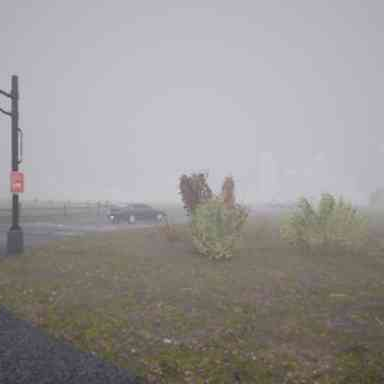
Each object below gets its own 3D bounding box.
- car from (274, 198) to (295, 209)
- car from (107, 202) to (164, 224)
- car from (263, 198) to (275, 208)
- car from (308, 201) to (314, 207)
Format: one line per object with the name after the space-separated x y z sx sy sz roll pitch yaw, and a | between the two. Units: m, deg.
15.275 1.944 51.891 2.033 1.411 5.357 -1 -1 36 | car
-4.118 1.536 25.014 1.837 1.490 4.892 -1 -1 36 | car
13.627 1.800 55.649 2.097 1.767 4.553 -1 -1 36 | car
19.859 2.048 58.311 1.994 1.385 4.181 -1 -1 36 | car
